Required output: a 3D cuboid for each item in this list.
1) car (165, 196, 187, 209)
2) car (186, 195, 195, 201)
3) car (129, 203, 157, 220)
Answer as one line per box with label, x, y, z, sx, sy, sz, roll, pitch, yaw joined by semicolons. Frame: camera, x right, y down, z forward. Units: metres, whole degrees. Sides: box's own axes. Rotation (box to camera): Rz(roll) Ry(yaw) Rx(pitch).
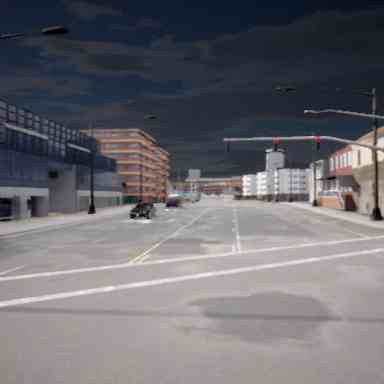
car;-2.605;1.704;49.746;2.033;1.411;5.357;-1;1;7
car;-0.483;1.272;66.216;2.097;1.767;4.553;-1;-1;7
car;-4.705;1.855;32.773;1.837;1.490;4.892;-1;0;7
